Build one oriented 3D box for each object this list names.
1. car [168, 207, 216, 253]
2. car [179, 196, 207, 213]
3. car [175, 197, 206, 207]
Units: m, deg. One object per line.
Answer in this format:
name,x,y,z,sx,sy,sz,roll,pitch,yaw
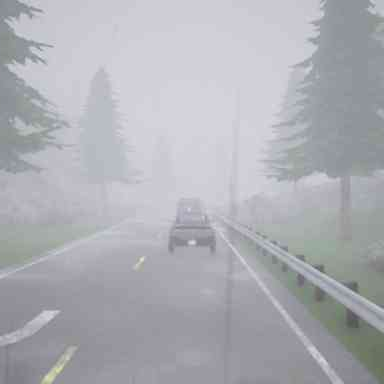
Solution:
car,0.001,1.627,14.298,2.128,1.511,4.902,0,0,0
car,0.235,1.624,43.617,2.150,2.045,5.566,0,0,17
car,-0.277,1.489,29.056,2.150,2.045,5.566,0,0,-1
